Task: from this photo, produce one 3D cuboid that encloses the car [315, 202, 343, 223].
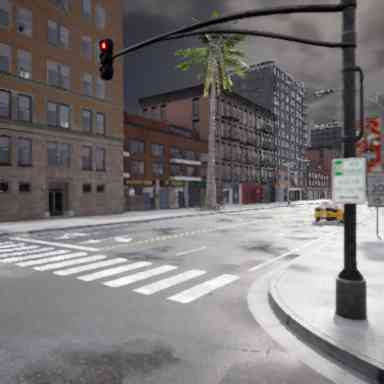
[{"bbox_3d":[10.867,1.474,25.475,1.882,1.535,5.008,0,0,35],"label":"car"}]
